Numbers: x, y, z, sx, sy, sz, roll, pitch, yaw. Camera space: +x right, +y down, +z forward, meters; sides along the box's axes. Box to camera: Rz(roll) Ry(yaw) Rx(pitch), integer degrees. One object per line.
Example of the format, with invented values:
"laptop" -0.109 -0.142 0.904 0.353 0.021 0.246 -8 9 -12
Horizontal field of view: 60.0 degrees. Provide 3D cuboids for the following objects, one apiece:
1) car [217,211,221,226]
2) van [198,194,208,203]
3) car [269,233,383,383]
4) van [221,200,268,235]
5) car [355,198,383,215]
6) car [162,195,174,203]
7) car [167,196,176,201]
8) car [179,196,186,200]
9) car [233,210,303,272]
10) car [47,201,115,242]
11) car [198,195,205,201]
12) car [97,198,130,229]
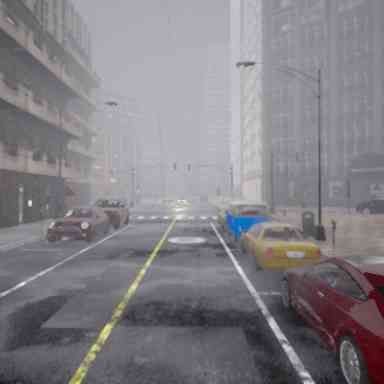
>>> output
"car" 2.574 1.512 21.658 1.752 1.417 4.829 0 0 0
"van" 2.582 1.369 70.482 1.690 1.788 3.998 0 0 0
"car" 2.571 1.577 4.881 1.802 1.307 4.206 0 0 0
"van" 2.574 1.329 15.951 1.690 1.788 3.998 0 0 0
"car" 16.824 1.307 28.724 4.892 1.490 1.837 -1 -1 41
"car" -5.298 1.553 70.314 1.752 1.417 4.829 0 0 0
"car" -5.296 1.632 87.142 1.947 1.339 4.313 0 0 0
"car" -2.732 1.676 92.618 1.895 1.301 4.718 0 0 0
"car" 2.572 1.516 10.587 1.752 1.417 4.829 0 0 0
"car" -5.306 1.429 15.947 1.967 1.590 4.097 0 0 0
"car" 2.586 1.625 92.691 1.887 1.381 4.507 0 0 0
"car" -5.305 1.302 21.483 2.192 1.841 5.009 0 0 0
